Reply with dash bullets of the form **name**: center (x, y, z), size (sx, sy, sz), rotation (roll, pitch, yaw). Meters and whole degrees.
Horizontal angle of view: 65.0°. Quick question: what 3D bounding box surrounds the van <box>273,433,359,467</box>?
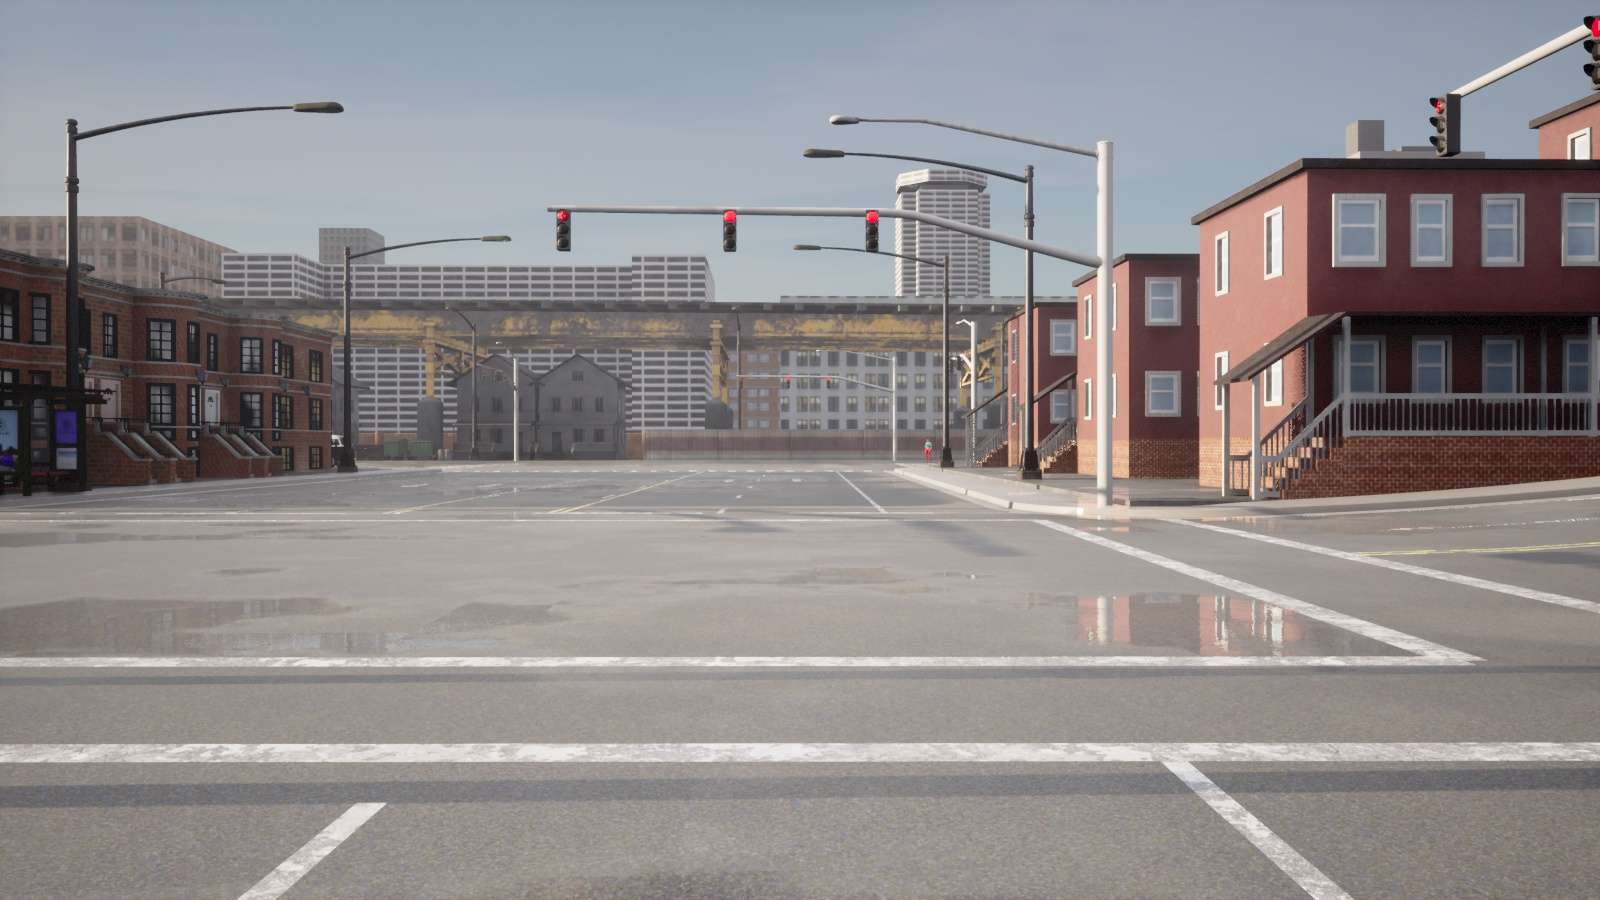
- **van**: center (-29.763, 0.010, 77.297), size (4.480, 2.038, 2.069), rotation (0, 0, 0)
